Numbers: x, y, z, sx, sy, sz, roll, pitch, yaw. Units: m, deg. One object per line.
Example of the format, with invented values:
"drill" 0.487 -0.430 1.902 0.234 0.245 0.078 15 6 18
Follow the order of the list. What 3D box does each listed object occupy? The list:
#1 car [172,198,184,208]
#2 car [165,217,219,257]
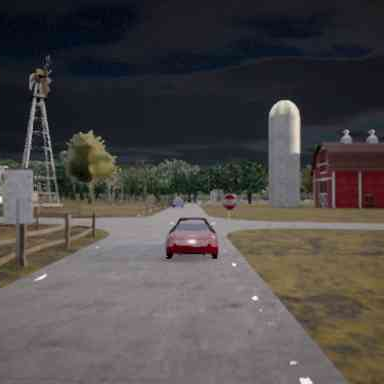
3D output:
"car" -2.746 2.238 67.044 2.150 2.045 5.566 0 -1 0
"car" 0.029 1.721 13.578 1.994 1.385 4.181 0 -1 1
